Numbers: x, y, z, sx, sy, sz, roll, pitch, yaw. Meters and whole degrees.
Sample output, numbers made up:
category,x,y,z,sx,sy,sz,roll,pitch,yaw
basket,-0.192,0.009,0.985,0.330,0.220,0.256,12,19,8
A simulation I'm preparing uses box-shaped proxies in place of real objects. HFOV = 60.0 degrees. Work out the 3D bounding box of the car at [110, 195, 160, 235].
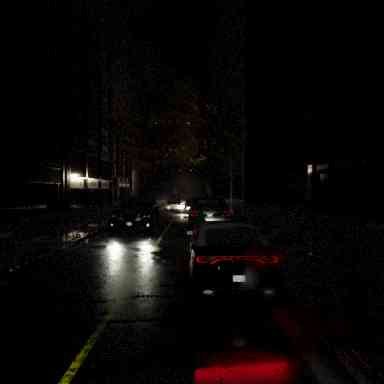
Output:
category,x,y,z,sx,sy,sz,roll,pitch,yaw
car,-3.133,1.226,19.319,2.150,2.045,5.566,0,0,0

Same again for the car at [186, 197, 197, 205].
category,x,y,z,sx,sy,sz,roll,pitch,yaw
car,-0.104,1.645,60.141,1.895,1.301,4.718,0,0,0

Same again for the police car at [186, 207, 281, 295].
category,x,y,z,sx,sy,sz,roll,pitch,yaw
police car,0.885,1.426,8.840,1.930,1.638,5.238,0,0,0

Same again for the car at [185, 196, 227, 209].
category,x,y,z,sx,sy,sz,roll,pitch,yaw
car,0.868,1.229,18.761,2.150,2.045,5.566,0,0,0

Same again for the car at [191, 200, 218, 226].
category,x,y,z,sx,sy,sz,roll,pitch,yaw
car,0.857,1.464,24.920,1.801,1.575,5.366,0,0,0

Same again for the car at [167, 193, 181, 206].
category,x,y,z,sx,sy,sz,roll,pitch,yaw
car,-3.099,1.261,57.091,2.150,2.045,5.566,0,0,0
